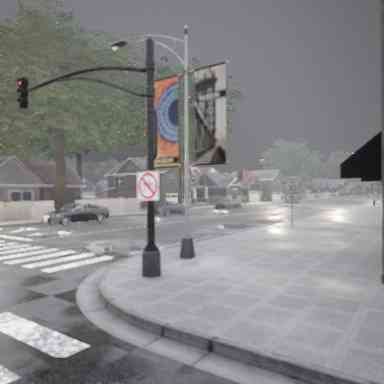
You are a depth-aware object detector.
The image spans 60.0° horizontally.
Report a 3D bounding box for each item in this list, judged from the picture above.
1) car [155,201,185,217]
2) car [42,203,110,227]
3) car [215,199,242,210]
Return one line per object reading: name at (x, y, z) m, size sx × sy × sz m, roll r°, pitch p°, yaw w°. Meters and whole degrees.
car at (-2.353, 1.574, 31.828) m, size 1.994 × 1.385 × 4.181 m, roll -1°, pitch 0°, yaw 35°
car at (-8.135, 1.557, 23.693) m, size 2.128 × 1.511 × 4.902 m, roll -1°, pitch 0°, yaw 35°
car at (4.522, 1.509, 41.484) m, size 1.994 × 1.385 × 4.181 m, roll -1°, pitch 0°, yaw 35°
